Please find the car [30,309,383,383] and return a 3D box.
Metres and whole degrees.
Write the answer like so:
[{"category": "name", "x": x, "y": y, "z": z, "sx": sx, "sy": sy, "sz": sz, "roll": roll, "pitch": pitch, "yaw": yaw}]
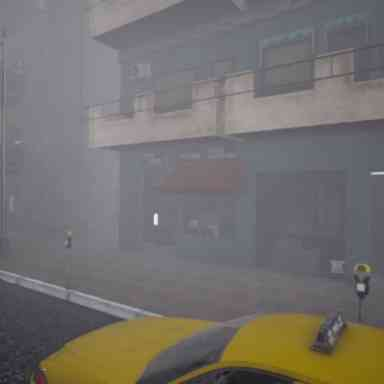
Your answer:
[{"category": "car", "x": 0.700, "y": 1.525, "z": 2.363, "sx": 4.829, "sy": 1.417, "sz": 1.752, "roll": 0, "pitch": 1, "yaw": 35}]
